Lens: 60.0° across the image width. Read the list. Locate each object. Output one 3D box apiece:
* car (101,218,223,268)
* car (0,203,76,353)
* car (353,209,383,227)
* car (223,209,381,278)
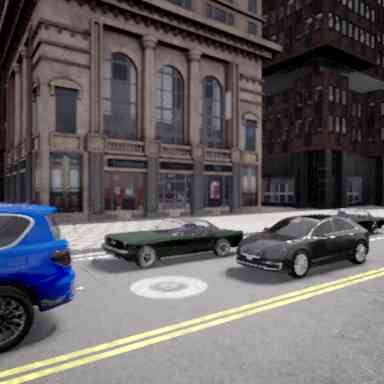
[{"bbox_3d":[-0.550,1.566,11.233,4.718,1.301,1.895,0,0,-35],"label":"car"},{"bbox_3d":[-4.497,1.211,4.511,5.566,2.045,2.150,0,0,-37],"label":"car"},{"bbox_3d":[7.819,1.540,17.086,4.718,1.301,1.895,0,0,-35],"label":"car"},{"bbox_3d":[3.498,1.470,10.096,4.892,1.490,1.837,0,0,-35],"label":"car"}]
